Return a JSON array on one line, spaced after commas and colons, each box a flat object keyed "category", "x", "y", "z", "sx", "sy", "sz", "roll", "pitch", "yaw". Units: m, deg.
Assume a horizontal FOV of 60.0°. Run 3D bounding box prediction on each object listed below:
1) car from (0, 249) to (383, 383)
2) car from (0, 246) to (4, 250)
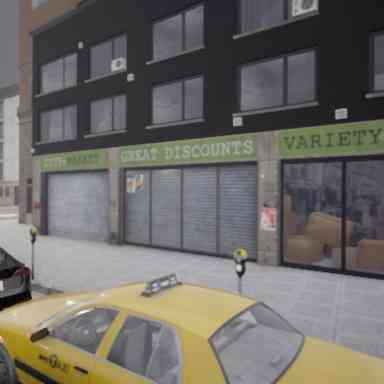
[{"category": "car", "x": -0.505, "y": 1.535, "z": 3.453, "sx": 4.829, "sy": 1.417, "sz": 1.752, "roll": 0, "pitch": 0, "yaw": 36}, {"category": "car", "x": -4.909, "y": 1.598, "z": 6.606, "sx": 4.313, "sy": 1.339, "sz": 1.947, "roll": 0, "pitch": 0, "yaw": 36}]
